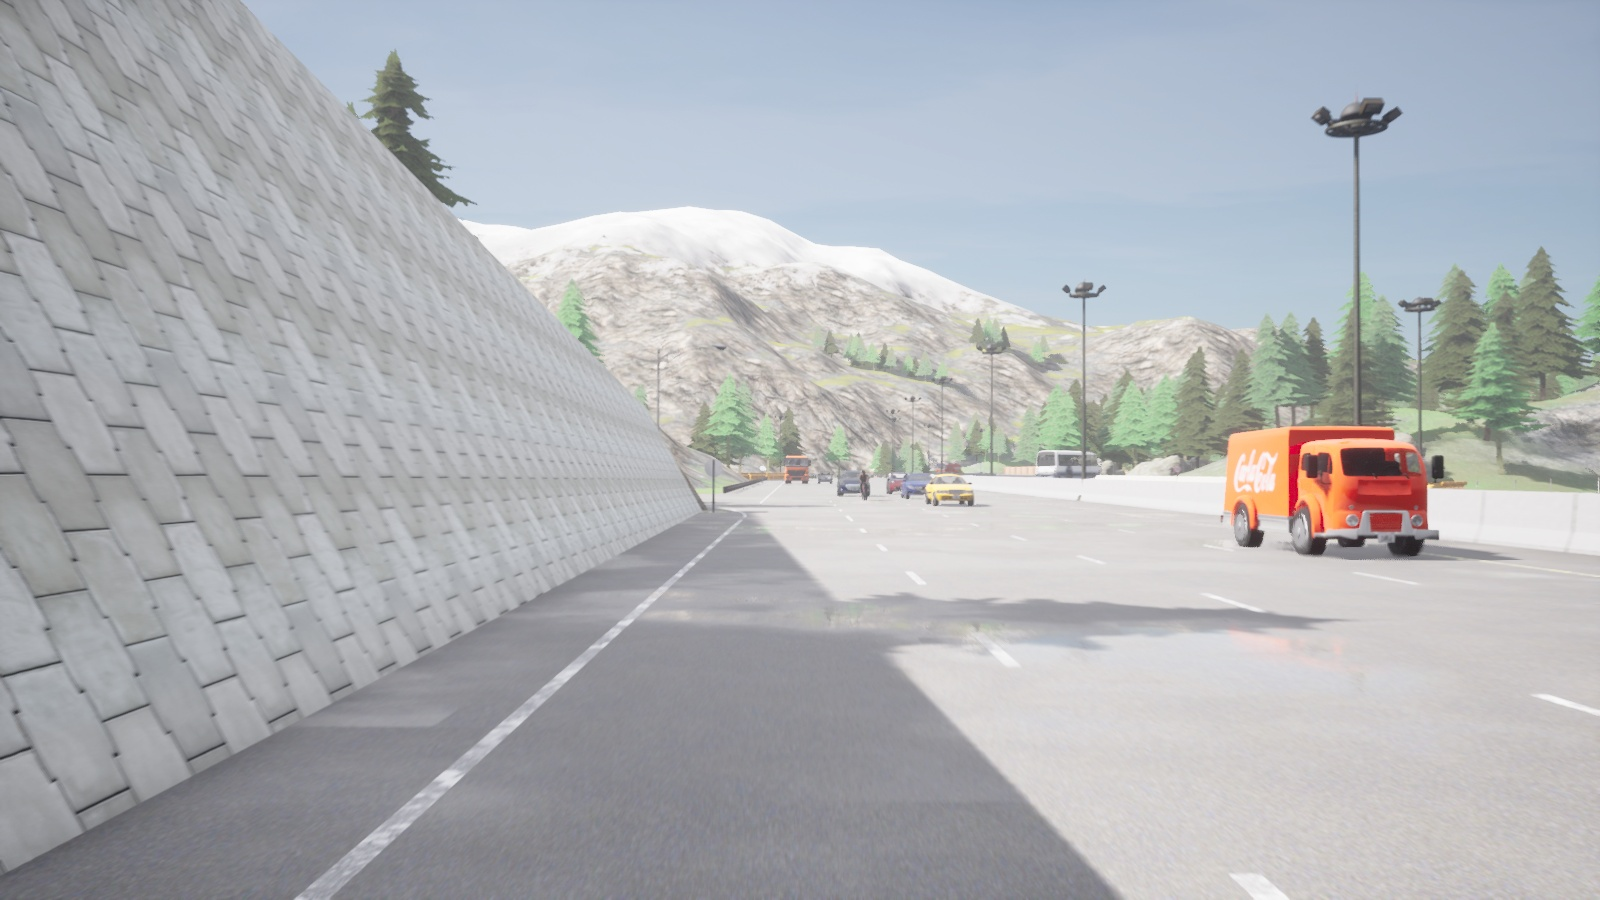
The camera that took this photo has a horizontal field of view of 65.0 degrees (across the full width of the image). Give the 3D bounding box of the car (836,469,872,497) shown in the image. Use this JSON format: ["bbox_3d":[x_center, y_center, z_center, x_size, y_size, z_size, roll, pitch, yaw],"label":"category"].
[{"bbox_3d":[3.311,2.029,78.021,2.033,1.649,4.856,0,-1,0],"label":"car"}]

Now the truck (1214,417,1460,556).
[{"bbox_3d":[10.437,0.706,25.017,2.627,2.467,5.204,0,-1,0],"label":"truck"}]

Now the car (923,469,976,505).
[{"bbox_3d":[6.859,1.692,58.069,1.801,1.575,5.366,0,-1,0],"label":"car"}]

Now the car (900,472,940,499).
[{"bbox_3d":[6.826,2.008,71.857,1.812,1.442,4.674,0,-1,0],"label":"car"}]

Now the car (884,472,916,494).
[{"bbox_3d":[6.793,2.223,85.500,1.845,1.501,3.633,0,-1,0],"label":"car"}]
